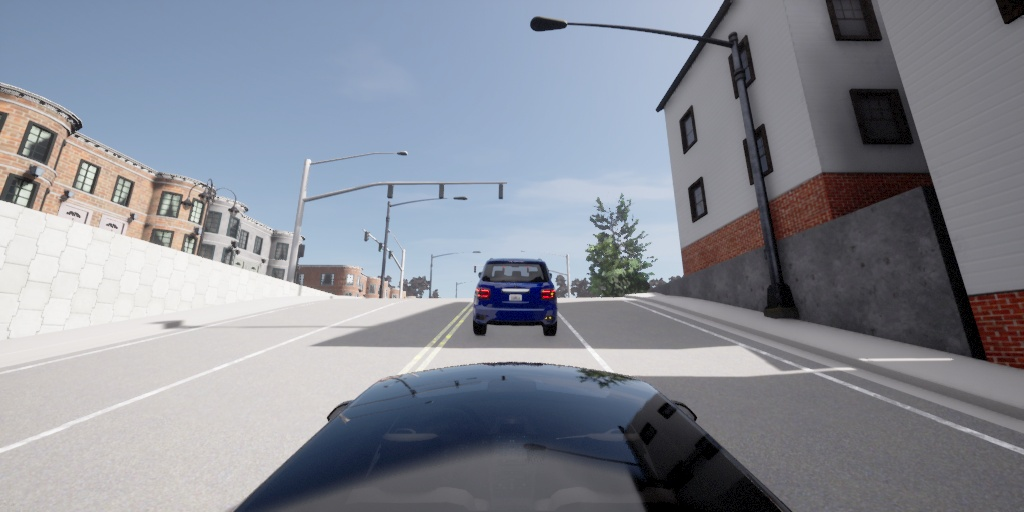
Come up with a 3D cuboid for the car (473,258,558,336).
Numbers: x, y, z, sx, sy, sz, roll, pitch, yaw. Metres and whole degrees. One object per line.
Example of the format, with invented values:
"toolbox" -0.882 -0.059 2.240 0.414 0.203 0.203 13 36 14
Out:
"car" 0.095 1.097 11.036 2.150 2.045 5.566 1 -1 0
